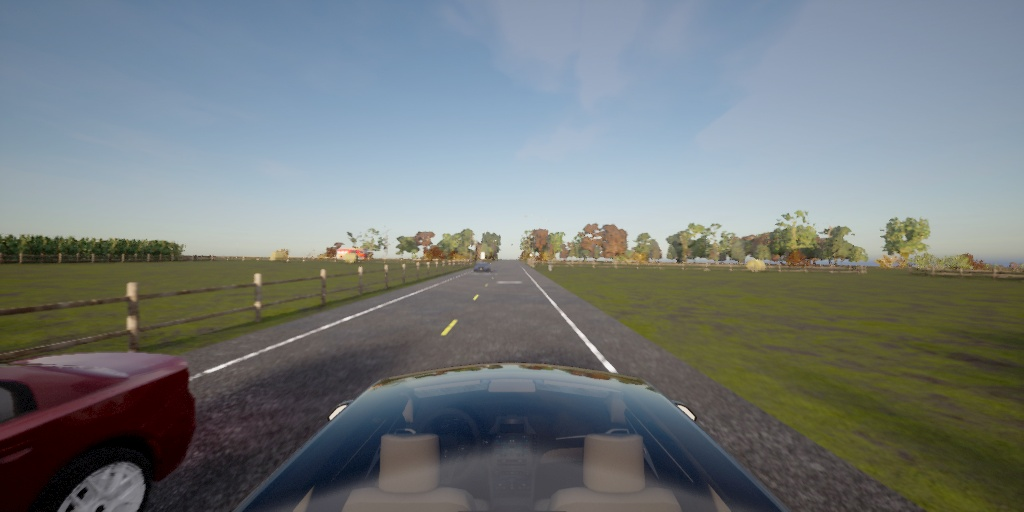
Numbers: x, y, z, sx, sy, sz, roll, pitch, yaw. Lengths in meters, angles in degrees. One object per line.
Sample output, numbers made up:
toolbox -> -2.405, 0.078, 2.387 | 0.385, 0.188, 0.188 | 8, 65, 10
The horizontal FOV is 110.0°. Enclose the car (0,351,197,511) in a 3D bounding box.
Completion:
car -> -3.600, 1.227, 0.894 | 1.882, 1.535, 5.008 | 0, 0, 0

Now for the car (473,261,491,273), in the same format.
car -> -3.583, 1.331, 43.714 | 1.994, 1.385, 4.181 | 0, 0, 0
